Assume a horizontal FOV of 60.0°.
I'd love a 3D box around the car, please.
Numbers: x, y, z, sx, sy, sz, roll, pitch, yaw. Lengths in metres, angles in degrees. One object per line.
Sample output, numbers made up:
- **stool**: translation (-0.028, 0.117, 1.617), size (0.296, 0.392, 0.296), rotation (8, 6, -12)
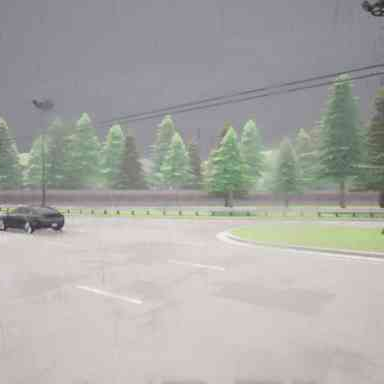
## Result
- **car**: translation (-9.345, 1.519, 19.261), size (4.892, 1.490, 1.837), rotation (0, 0, 36)
